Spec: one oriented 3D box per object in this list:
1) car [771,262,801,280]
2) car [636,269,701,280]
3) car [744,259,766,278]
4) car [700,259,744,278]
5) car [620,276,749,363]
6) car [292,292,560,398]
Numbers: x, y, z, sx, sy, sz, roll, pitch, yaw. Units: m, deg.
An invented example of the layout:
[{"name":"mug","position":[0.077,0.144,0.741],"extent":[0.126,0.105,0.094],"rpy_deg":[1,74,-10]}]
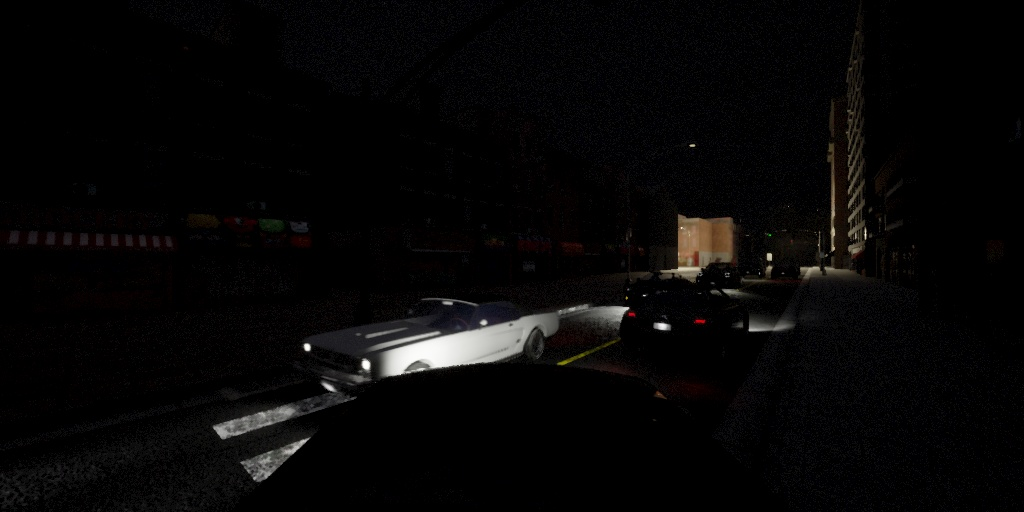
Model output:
[{"name":"car","position":[25.896,1.409,34.038],"extent":[1.882,1.535,5.008],"rpy_deg":[0,-1,40]},{"name":"car","position":[6.474,1.388,15.567],"extent":[1.994,1.385,4.181],"rpy_deg":[0,-1,40]},{"name":"car","position":[24.805,1.280,37.114],"extent":[2.150,2.045,5.566],"rpy_deg":[0,-1,40]},{"name":"car","position":[14.452,1.230,25.021],"extent":[2.097,1.767,4.553],"rpy_deg":[0,-1,40]},{"name":"car","position":[4.206,1.344,8.473],"extent":[1.994,1.385,4.181],"rpy_deg":[0,0,40]},{"name":"car","position":[-1.048,1.373,6.371],"extent":[1.895,1.301,4.718],"rpy_deg":[0,0,36]}]
